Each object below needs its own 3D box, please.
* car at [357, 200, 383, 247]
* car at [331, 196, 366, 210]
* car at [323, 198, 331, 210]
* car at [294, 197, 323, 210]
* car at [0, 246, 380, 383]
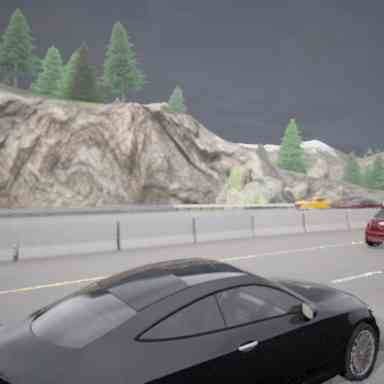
[{"bbox_3d":[9.071,1.320,13.267,4.553,1.767,2.097,0,0,-29],"label":"car"},{"bbox_3d":[16.502,1.394,32.680,5.008,1.535,1.882,0,0,-23],"label":"car"},{"bbox_3d":[17.392,1.257,36.822,4.553,1.767,2.097,0,0,-22],"label":"car"},{"bbox_3d":[14.457,1.372,39.411,5.008,1.535,1.882,0,0,-22],"label":"car"},{"bbox_3d":[0.223,1.514,3.767,4.674,1.442,1.812,0,0,-35],"label":"car"}]
